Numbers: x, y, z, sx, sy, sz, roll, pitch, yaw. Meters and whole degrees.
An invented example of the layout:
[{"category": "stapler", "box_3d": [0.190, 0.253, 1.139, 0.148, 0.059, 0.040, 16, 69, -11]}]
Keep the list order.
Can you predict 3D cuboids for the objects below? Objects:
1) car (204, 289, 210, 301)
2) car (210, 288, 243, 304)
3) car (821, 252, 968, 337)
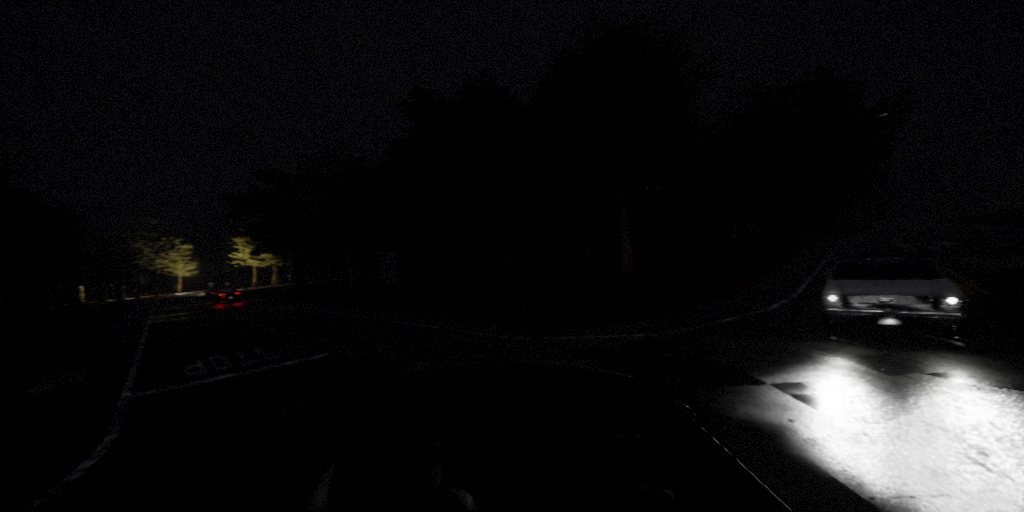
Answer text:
[{"category": "car", "box_3d": [-35.345, 4.547, 42.861, 1.837, 1.490, 4.892, -3, -2, -44]}, {"category": "car", "box_3d": [-28.472, 3.923, 35.849, 1.812, 1.442, 4.674, -3, -2, -44]}, {"category": "car", "box_3d": [8.085, 0.642, 7.821, 1.895, 1.301, 4.718, -4, 2, 45]}]
